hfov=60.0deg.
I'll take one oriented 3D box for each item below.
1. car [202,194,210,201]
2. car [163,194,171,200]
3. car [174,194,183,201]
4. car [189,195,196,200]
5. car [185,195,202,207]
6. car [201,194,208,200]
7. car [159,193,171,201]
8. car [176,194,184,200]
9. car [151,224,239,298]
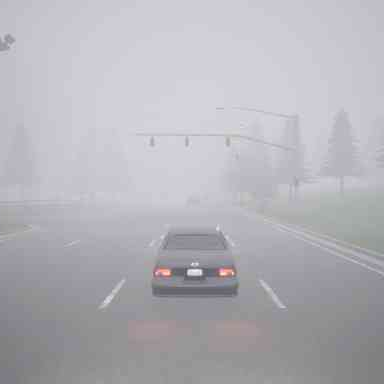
[{"bbox_3d":[3.576,1.492,83.393,1.837,1.490,4.892,0,0,0],"label":"car"},{"bbox_3d":[-6.914,1.385,93.823,1.994,1.385,4.181,0,0,0],"label":"car"},{"bbox_3d":[-3.423,1.517,83.816,1.812,1.442,4.674,0,0,0],"label":"car"},{"bbox_3d":[0.086,1.540,94.230,2.033,1.411,5.357,0,0,0],"label":"car"},{"bbox_3d":[0.046,1.352,52.754,2.097,1.767,4.553,0,0,0],"label":"car"},{"bbox_3d":[3.586,1.310,93.813,1.882,1.535,5.008,0,0,0],"label":"car"},{"bbox_3d":[-6.924,1.217,83.433,2.150,2.045,5.566,0,0,0],"label":"car"},{"bbox_3d":[-3.414,1.357,93.820,2.128,1.511,4.902,0,0,0],"label":"car"},{"bbox_3d":[0.074,1.547,8.714,2.033,1.411,5.357,0,0,0],"label":"car"}]
